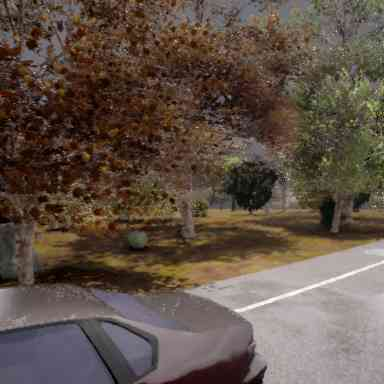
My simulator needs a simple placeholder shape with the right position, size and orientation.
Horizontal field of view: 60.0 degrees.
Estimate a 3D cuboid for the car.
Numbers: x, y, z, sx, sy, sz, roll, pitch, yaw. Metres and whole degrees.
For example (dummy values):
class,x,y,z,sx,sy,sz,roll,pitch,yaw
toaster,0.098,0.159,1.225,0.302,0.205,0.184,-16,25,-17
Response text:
class,x,y,z,sx,sy,sz,roll,pitch,yaw
car,-1.803,1.558,2.453,5.357,1.411,2.033,0,0,-36
